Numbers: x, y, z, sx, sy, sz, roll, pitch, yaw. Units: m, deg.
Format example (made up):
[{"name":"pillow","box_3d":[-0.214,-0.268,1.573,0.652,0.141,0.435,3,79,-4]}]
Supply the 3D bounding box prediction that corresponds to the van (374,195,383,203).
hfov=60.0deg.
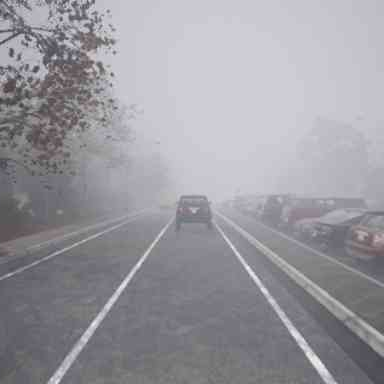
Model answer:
[{"name":"van","box_3d":[20.280,1.274,31.620,4.442,1.987,1.878,0,-1,0]}]

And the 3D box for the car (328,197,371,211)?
[{"name":"car","box_3d":[20.151,1.496,42.700,4.553,1.767,2.185,0,-1,0]}]

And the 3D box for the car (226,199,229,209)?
[{"name":"car","box_3d":[7.106,1.666,42.919,4.674,1.452,2.002,0,-1,0]}]

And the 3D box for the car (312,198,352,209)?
[{"name":"car","box_3d":[20.186,1.684,48.239,4.892,1.521,2.231,0,-1,0]}]

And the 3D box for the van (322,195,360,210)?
[{"name":"van","box_3d":[20.304,1.426,45.470,4.442,1.987,1.878,0,-1,0]}]

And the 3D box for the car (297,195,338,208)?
[{"name":"car","box_3d":[20.230,1.500,53.778,5.566,2.045,2.435,0,-1,0]}]

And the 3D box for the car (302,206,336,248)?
[{"name":"car","box_3d":[7.044,1.439,12.403,5.008,1.535,2.097,0,0,0]}]

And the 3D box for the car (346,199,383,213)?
[{"name":"car","box_3d":[20.168,1.561,37.158,5.008,1.535,2.097,0,-1,0]}]

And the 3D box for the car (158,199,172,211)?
[{"name":"car","box_3d":[-3.308,1.627,43.818,1.882,1.535,5.008,0,-1,0]}]

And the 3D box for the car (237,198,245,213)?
[{"name":"car","box_3d":[7.054,1.533,31.816,4.792,1.488,2.163,0,-1,0]}]

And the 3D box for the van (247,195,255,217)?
[{"name":"van","box_3d":[6.957,1.217,26.266,4.442,1.987,1.878,0,-1,0]}]

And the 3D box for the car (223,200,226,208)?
[{"name":"car","box_3d":[7.138,1.686,45.695,4.792,1.488,2.163,0,-1,0]}]

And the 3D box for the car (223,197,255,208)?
[{"name":"car","box_3d":[7.149,1.594,51.244,4.553,1.767,2.185,0,-1,0]}]

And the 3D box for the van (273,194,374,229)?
[{"name":"van","box_3d":[6.943,1.185,17.954,4.442,1.987,1.878,0,0,0]}]

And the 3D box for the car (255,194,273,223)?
[{"name":"car","box_3d":[7.092,1.145,20.730,5.566,2.045,2.435,0,0,0]}]

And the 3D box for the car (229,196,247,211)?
[{"name":"car","box_3d":[7.099,1.564,37.367,5.008,1.535,2.097,0,-1,0]}]

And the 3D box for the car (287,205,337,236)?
[{"name":"car","box_3d":[7.057,1.465,15.179,4.674,1.452,2.002,0,0,0]}]

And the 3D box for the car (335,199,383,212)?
[{"name":"car","box_3d":[20.173,1.593,40.053,5.008,1.535,2.097,0,-1,0]}]

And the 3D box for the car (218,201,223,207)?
[{"name":"car","box_3d":[7.085,1.435,48.474,5.566,2.045,2.435,0,-1,0]}]

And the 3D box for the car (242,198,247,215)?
[{"name":"car","box_3d":[7.081,1.513,29.039,4.674,1.452,2.002,0,-1,0]}]

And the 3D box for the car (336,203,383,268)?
[{"name":"car","box_3d":[7.013,1.328,9.626,4.553,1.767,2.185,0,0,0]}]

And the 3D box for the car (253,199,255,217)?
[{"name":"car","box_3d":[7.098,1.441,23.481,4.792,1.488,2.163,0,0,0]}]

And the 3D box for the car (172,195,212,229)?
[{"name":"car","box_3d":[0.104,1.196,21.399,2.150,2.045,5.566,0,0,0]}]

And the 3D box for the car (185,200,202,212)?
[{"name":"car","box_3d":[0.125,1.680,40.829,1.994,1.385,4.181,0,-1,0]}]
